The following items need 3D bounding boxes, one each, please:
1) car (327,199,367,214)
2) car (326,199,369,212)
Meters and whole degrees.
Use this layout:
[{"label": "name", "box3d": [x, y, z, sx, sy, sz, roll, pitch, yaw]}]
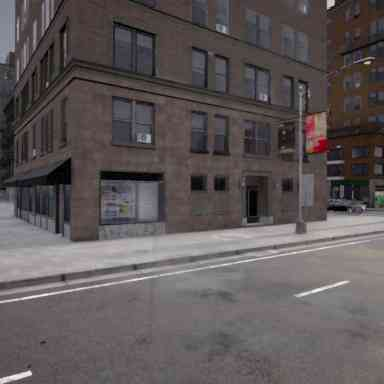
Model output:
[{"label": "car", "box3d": [15.654, 1.482, 34.977, 2.128, 1.511, 4.902, 0, 0, -35]}, {"label": "car", "box3d": [18.726, 1.577, 40.137, 1.947, 1.339, 4.313, 0, 0, -35]}]
